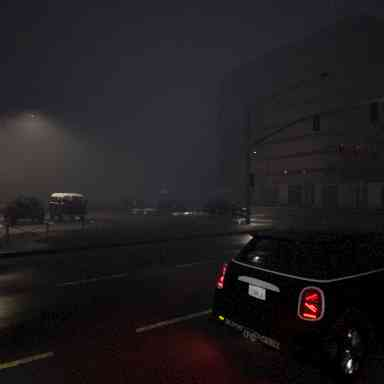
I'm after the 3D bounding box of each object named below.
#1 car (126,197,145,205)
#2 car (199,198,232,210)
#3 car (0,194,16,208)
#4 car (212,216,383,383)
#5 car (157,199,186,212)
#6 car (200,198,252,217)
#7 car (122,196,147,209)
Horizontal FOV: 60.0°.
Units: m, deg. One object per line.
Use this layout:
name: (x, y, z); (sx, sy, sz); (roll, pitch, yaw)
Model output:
car: (-10.890, 1.619, 63.657); (1.994, 1.385, 4.181); (0, 0, -35)
car: (3.017, 1.581, 44.077); (1.812, 1.442, 4.674); (0, 0, -35)
car: (-31.719, 1.209, 56.462); (1.932, 1.855, 4.605); (0, 0, -35)
car: (2.601, 1.352, 5.658); (4.553, 1.767, 2.097); (0, 0, -35)
car: (-2.525, 1.581, 39.464); (1.812, 1.442, 4.674); (0, 0, -36)
car: (3.168, 1.603, 31.431); (2.033, 1.411, 5.357); (0, 0, -35)
car: (-8.287, 1.407, 47.579); (2.097, 1.767, 4.553); (0, 0, -35)
